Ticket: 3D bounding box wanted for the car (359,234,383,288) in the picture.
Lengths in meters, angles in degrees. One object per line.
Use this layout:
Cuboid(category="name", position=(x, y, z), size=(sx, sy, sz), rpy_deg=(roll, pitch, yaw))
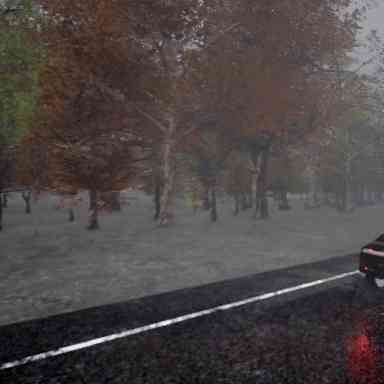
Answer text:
Cuboid(category="car", position=(5.941, 1.479, 7.985), size=(4.902, 1.511, 2.128), rpy_deg=(0, 0, -35))
